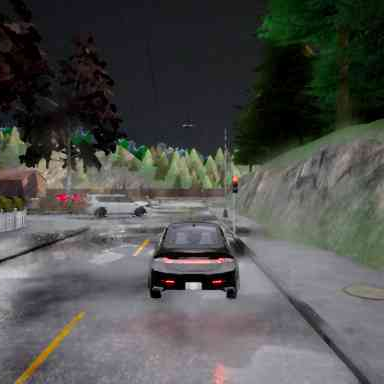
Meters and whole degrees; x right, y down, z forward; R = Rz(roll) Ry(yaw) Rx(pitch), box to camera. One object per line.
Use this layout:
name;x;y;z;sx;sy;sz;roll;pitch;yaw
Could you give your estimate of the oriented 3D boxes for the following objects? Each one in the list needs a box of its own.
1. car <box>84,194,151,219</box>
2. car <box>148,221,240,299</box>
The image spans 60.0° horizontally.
car;-6.402;1.220;28.669;5.566;2.045;2.150;0;1;-22
car;0.054;1.492;8.458;2.128;1.511;4.902;0;0;1
